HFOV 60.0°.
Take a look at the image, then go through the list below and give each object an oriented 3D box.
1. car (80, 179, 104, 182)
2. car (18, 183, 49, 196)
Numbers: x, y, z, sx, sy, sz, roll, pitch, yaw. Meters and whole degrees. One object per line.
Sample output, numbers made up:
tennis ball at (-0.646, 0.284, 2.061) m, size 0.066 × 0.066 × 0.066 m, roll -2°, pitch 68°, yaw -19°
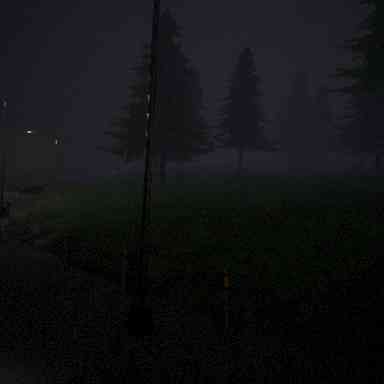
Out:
car at (-26.890, -2.798, 89.552) m, size 2.097 × 1.767 × 4.553 m, roll 4°, pitch 2°, yaw 26°
car at (-19.189, -0.377, 40.444) m, size 2.128 × 1.511 × 4.902 m, roll 3°, pitch 2°, yaw 2°
